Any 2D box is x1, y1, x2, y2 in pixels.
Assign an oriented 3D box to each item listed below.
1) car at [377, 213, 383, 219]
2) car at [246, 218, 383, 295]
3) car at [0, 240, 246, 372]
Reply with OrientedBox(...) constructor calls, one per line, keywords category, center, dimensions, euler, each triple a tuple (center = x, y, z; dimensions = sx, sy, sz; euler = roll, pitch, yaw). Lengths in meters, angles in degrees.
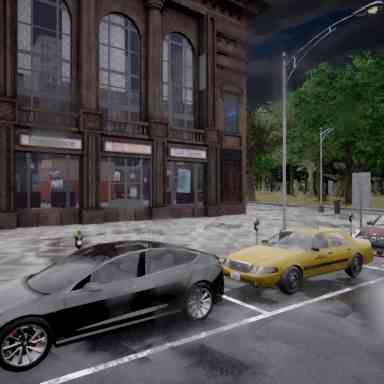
OrientedBox(category="car", center=(7.475, 1.441, 11.988), dimensions=(4.097, 1.590, 1.967), euler=(0, 0, -36))
OrientedBox(category="car", center=(2.911, 1.525, 8.730), dimensions=(4.829, 1.417, 1.752), euler=(0, 0, -36))
OrientedBox(category="car", center=(-1.376, 1.566, 5.668), dimensions=(4.313, 1.339, 1.947), euler=(0, 0, -36))
